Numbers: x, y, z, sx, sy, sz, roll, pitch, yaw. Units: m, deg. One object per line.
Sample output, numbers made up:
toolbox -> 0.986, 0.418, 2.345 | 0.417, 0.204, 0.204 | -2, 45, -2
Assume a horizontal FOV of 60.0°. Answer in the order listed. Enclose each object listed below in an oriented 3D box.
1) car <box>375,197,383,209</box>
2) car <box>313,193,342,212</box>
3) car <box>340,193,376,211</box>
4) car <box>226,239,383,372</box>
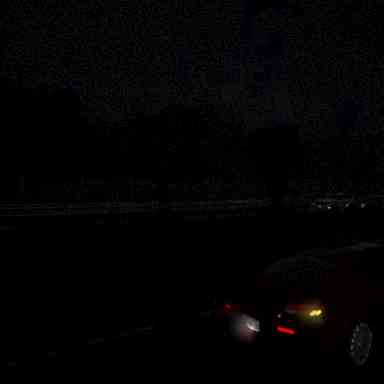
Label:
car -> 18.871, 1.386, 29.708 | 5.008, 1.535, 1.882 | -1, 0, -34
car -> 15.494, 1.119, 35.874 | 5.566, 2.045, 2.150 | -1, 0, -34
car -> 17.120, 1.256, 32.744 | 4.553, 1.767, 2.097 | -1, 0, -34
car -> 2.660, 1.538, 5.632 | 4.674, 1.442, 1.812 | 0, 0, -35
